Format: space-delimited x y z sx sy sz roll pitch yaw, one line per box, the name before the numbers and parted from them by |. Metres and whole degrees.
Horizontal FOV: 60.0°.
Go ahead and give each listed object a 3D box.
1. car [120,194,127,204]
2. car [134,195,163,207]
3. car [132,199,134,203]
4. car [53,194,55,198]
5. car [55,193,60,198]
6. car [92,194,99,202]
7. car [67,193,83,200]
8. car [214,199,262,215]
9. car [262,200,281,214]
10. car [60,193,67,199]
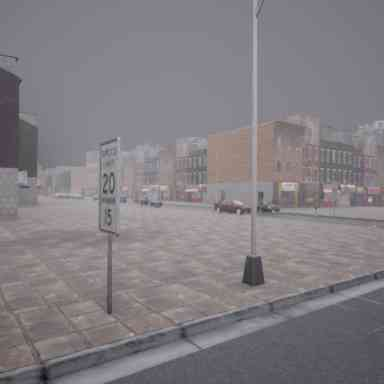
car | -12.089 1.047 52.903 1.882 1.535 5.008 1 0 -35
car | -5.584 1.230 44.388 1.947 1.339 4.313 1 0 -35
car | -7.439 1.178 51.661 2.033 1.411 5.357 1 0 -35
car | -34.080 0.843 84.586 1.752 1.417 4.829 1 0 -35
car | -31.002 0.892 80.243 1.887 1.381 4.507 1 0 -35
car | -16.142 1.019 58.611 1.837 1.490 4.892 1 0 -35
car | -24.647 0.965 71.279 2.008 1.369 4.403 1 0 -35
car | 3.947 1.367 30.943 1.887 1.381 4.507 1 0 -35
car | 6.229 1.452 32.376 1.895 1.301 4.718 1 0 -35
car | -27.824 0.924 75.761 1.887 1.381 4.507 1 0 -35
